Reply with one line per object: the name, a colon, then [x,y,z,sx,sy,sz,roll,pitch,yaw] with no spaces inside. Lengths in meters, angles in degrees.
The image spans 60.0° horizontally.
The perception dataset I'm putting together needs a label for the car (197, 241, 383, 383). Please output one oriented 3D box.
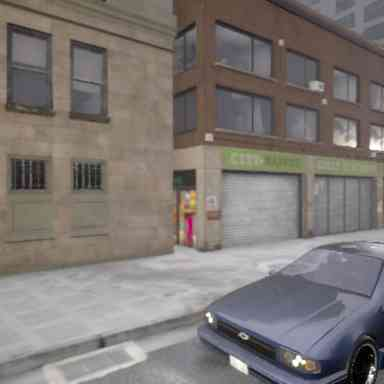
car: [2.701,1.545,5.255,5.357,1.411,2.033,0,0,-35]
